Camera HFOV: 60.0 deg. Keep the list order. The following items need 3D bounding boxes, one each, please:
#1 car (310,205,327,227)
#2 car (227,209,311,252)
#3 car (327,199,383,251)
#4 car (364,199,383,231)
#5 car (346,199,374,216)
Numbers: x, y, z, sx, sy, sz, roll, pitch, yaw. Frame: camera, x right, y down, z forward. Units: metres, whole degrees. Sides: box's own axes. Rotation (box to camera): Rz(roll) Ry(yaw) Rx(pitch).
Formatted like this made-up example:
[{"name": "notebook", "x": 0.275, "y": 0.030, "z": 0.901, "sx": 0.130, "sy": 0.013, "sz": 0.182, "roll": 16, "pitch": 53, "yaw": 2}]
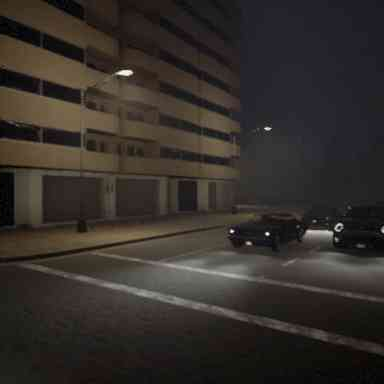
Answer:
[{"name": "car", "x": 8.384, "y": 1.558, "z": 21.398, "sx": 1.994, "sy": 1.385, "sz": 4.181, "roll": 0, "pitch": 0, "yaw": 34}, {"name": "car", "x": 3.356, "y": 1.596, "z": 14.200, "sx": 1.895, "sy": 1.301, "sz": 4.718, "roll": 0, "pitch": 0, "yaw": 35}, {"name": "car", "x": 7.312, "y": 1.349, "z": 13.749, "sx": 2.097, "sy": 1.767, "sz": 4.553, "roll": 0, "pitch": 0, "yaw": 35}, {"name": "car", "x": 12.353, "y": 1.349, "z": 20.952, "sx": 2.097, "sy": 1.767, "sz": 4.553, "roll": 0, "pitch": 0, "yaw": 35}, {"name": "car", "x": 17.124, "y": 1.503, "z": 33.757, "sx": 1.837, "sy": 1.490, "sz": 4.892, "roll": 0, "pitch": 0, "yaw": 35}]
